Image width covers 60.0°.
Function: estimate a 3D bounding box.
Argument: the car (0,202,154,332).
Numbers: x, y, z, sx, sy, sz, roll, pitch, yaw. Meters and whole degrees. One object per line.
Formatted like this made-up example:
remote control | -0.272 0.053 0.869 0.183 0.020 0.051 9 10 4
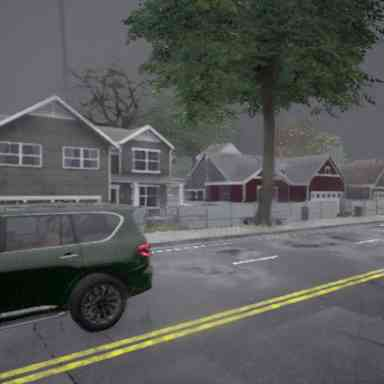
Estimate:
car | -3.308 1.221 5.320 5.566 2.045 2.150 0 0 -36
